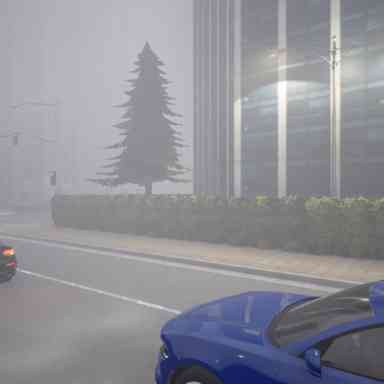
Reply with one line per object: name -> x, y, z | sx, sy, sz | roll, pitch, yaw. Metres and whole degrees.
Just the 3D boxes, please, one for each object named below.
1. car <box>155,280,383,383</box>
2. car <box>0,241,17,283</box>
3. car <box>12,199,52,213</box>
car -> 1.923, 1.478, 2.622 | 5.008, 1.535, 1.882 | 0, 0, 36
car -> -6.203, 1.526, 8.376 | 4.674, 1.442, 1.812 | 0, 0, 36
car -> -17.212, 1.547, 37.467 | 2.033, 1.411, 5.357 | 0, 0, 36
